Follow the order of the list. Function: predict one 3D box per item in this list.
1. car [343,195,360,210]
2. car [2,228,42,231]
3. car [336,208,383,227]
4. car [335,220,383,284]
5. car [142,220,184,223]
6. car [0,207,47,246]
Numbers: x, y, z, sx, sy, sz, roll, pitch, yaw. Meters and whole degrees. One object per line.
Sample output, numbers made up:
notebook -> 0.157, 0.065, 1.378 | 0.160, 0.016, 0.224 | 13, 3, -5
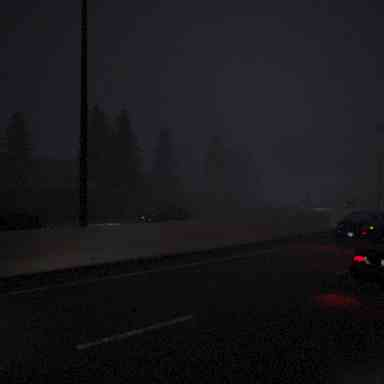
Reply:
car -> 23.860, 1.445, 49.822 | 2.150, 2.045, 5.566 | 0, 0, 25
car -> -7.584, 1.626, 11.505 | 4.718, 1.301, 1.895 | 0, 0, -36
car -> 8.343, 1.599, 15.639 | 4.674, 1.442, 1.812 | 0, 0, -44
car -> 6.103, 1.591, 8.777 | 5.357, 1.411, 2.033 | 0, 0, -41
car -> -2.060, 1.650, 25.248 | 4.181, 1.385, 1.994 | 0, 0, -44
car -> -9.275, 1.525, 14.682 | 4.902, 1.511, 2.128 | 0, 0, -36
